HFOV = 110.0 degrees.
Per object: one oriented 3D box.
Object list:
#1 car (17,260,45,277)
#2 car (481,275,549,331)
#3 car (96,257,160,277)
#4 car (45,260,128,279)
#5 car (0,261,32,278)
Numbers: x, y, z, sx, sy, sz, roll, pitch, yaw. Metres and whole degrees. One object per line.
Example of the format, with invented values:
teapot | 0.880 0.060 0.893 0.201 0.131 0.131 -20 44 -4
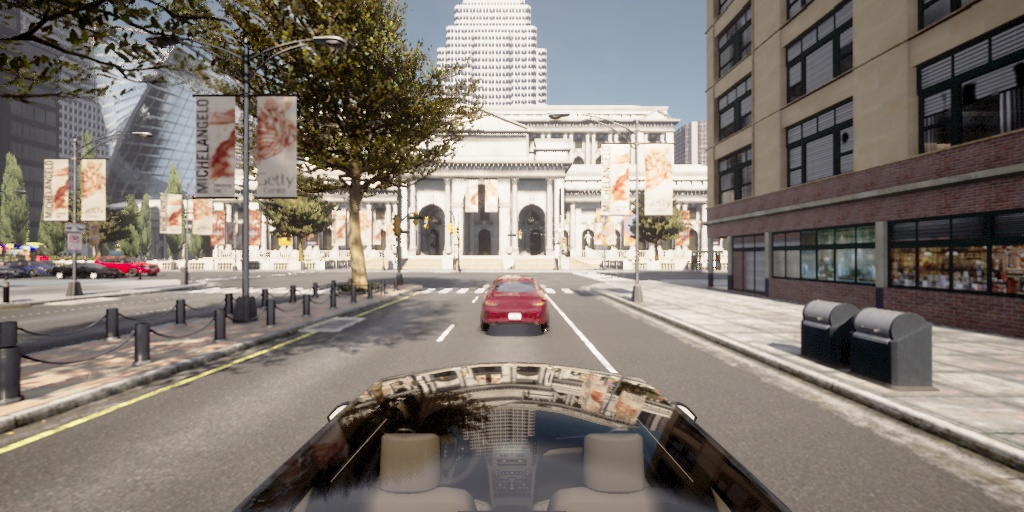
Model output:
car | -49.128 1.231 36.672 4.553 1.767 2.097 0 0 -1
car | 0.089 1.310 11.064 1.812 1.442 4.674 0 0 0
car | -39.509 1.101 36.732 5.566 2.045 2.150 0 0 0
car | -39.319 1.344 33.229 5.008 1.535 1.882 0 0 0
car | -48.322 1.392 33.198 4.674 1.442 1.812 0 0 -1
